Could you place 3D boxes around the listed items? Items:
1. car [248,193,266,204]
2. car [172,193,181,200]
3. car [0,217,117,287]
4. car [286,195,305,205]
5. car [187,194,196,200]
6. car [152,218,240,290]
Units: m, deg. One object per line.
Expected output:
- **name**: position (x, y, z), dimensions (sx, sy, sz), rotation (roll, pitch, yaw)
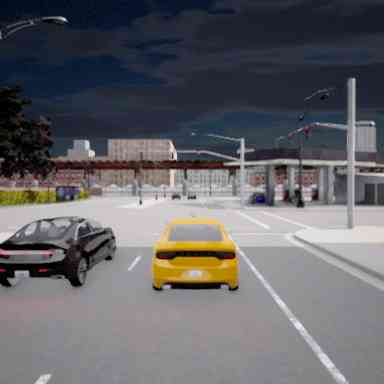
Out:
- **car**: position (9.707, 0.966, 49.217), dimensions (2.242, 1.667, 4.611), rotation (0, 0, 0)
- **car**: position (-3.504, 0.996, 73.892), dimensions (1.837, 1.490, 4.892), rotation (0, 0, 0)
- **car**: position (-3.420, 1.430, 9.134), dimensions (2.128, 1.511, 4.902), rotation (0, 0, 0)
- **car**: position (15.452, 1.121, 49.981), dimensions (1.970, 1.475, 3.806), rotation (0, 0, 0)
- **car**: position (-0.004, 1.048, 73.893), dimensions (1.994, 1.385, 4.181), rotation (0, 0, 0)
- **car**: position (0.080, 1.417, 8.925), dimensions (1.882, 1.535, 5.008), rotation (0, 0, 0)
